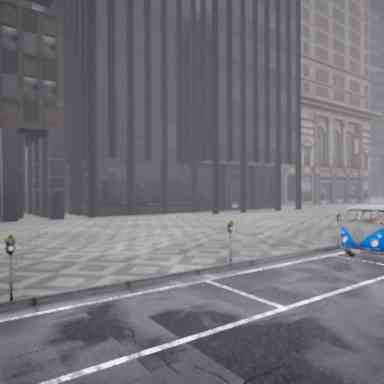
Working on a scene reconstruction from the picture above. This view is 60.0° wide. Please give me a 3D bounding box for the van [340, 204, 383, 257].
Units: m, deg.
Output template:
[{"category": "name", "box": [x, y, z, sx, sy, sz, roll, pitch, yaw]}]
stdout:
[{"category": "van", "box": [6.760, 1.302, 11.474, 3.998, 1.788, 1.690, 0, 0, -35]}]
